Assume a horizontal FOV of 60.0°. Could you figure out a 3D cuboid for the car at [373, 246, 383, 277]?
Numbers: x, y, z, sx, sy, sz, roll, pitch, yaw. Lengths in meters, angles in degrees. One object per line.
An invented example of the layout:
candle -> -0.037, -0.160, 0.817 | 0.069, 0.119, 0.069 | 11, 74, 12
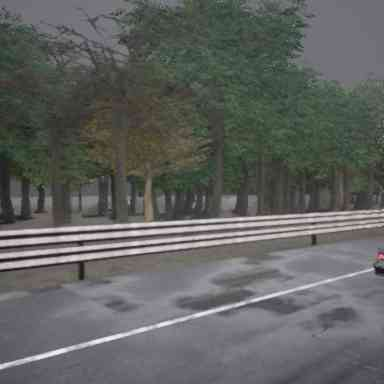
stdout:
car -> 6.890, 1.586, 8.749 | 5.357, 1.411, 2.033 | 0, 0, -35
